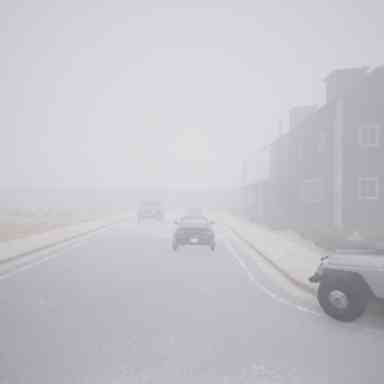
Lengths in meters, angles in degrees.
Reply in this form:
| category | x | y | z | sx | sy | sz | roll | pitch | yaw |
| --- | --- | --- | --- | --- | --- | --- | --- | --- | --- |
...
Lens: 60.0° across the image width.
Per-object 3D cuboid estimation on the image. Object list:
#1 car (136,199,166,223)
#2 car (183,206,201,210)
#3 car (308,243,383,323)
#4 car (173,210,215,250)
| category | x | y | z | sx | sy | sz | roll | pitch | yaw |
| --- | --- | --- | --- | --- | --- | --- | --- | --- | --- |
| car | -3.596 | 1.654 | 30.285 | 2.150 | 2.045 | 5.566 | 1 | -1 | 0 |
| car | 0.065 | 2.058 | 33.335 | 2.033 | 1.411 | 5.357 | 1 | -1 | 0 |
| car | 4.169 | 1.326 | 5.720 | 1.905 | 1.878 | 3.866 | -6 | 2 | -42 |
| car | 0.087 | 1.798 | 15.627 | 1.812 | 1.442 | 4.674 | 1 | -1 | 0 |
